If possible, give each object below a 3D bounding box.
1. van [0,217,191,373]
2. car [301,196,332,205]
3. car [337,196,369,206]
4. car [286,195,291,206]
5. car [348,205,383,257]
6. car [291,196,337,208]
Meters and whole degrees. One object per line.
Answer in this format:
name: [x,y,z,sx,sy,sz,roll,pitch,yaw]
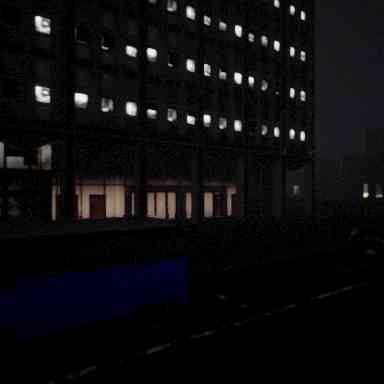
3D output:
van: [-1.929,1.335,5.178,3.998,1.788,1.690,0,0,-36]
car: [18.988,1.285,50.974,1.802,1.307,4.206,0,0,-35]
car: [22.038,1.252,46.557,1.752,1.417,4.829,0,0,-35]
car: [12.092,1.009,46.213,2.192,1.841,5.009,0,0,-35]
car: [7.338,1.386,11.789,4.097,1.590,1.967,0,0,-36]
car: [15.237,1.269,41.657,2.008,1.369,4.403,0,0,-35]
